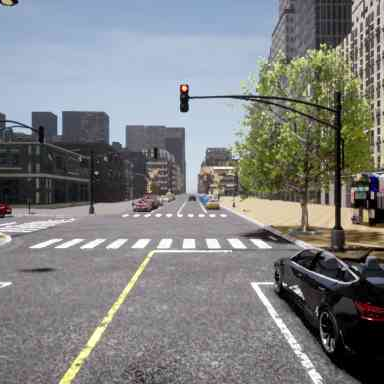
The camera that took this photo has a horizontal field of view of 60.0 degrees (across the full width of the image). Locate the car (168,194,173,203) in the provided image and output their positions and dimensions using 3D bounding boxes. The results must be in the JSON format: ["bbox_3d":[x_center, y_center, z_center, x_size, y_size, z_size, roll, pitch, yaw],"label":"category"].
[{"bbox_3d":[-5.617,1.532,71.384,1.752,1.417,4.829,0,0,0],"label":"car"}]

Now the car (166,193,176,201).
[{"bbox_3d":[-5.600,1.324,88.207,2.192,1.841,5.009,0,0,0],"label":"car"}]

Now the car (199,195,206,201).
[{"bbox_3d":[2.780,1.534,88.371,1.752,1.417,4.829,0,0,0],"label":"car"}]

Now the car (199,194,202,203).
[{"bbox_3d":[2.752,1.556,60.447,2.008,1.369,4.403,0,0,0],"label":"car"}]

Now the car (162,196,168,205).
[{"bbox_3d":[-5.633,1.555,54.901,2.008,1.369,4.403,0,0,0],"label":"car"}]

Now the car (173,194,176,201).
[{"bbox_3d":[-5.607,1.559,82.656,2.008,1.369,4.403,0,0,0],"label":"car"}]

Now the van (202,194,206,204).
[{"bbox_3d":[2.743,1.345,49.345,1.690,1.788,3.998,0,0,0],"label":"van"}]

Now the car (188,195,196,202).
[{"bbox_3d":[0.079,1.508,79.979,1.837,1.490,4.892,0,0,0],"label":"car"}]

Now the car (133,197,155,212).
[{"bbox_3d":[-5.649,1.585,38.248,1.802,1.307,4.206,0,0,0],"label":"car"}]

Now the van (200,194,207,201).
[{"bbox_3d":[2.776,1.349,82.651,1.690,1.788,3.998,0,0,0],"label":"van"}]

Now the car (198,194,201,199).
[{"bbox_3d":[2.763,1.572,71.549,1.947,1.339,4.313,0,0,0],"label":"car"}]

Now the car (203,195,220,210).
[{"bbox_3d":[2.737,1.528,43.963,1.752,1.417,4.829,0,0,0],"label":"car"}]

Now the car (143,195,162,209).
[{"bbox_3d":[-5.643,1.318,43.799,2.192,1.841,5.009,0,0,0],"label":"car"}]

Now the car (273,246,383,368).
[{"bbox_3d":[2.700,1.566,5.764,1.947,1.339,4.313,0,0,0],"label":"car"}]

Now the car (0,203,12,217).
[{"bbox_3d":[-17.242,1.371,27.262,4.507,1.381,1.887,1,-1,-1],"label":"car"}]
